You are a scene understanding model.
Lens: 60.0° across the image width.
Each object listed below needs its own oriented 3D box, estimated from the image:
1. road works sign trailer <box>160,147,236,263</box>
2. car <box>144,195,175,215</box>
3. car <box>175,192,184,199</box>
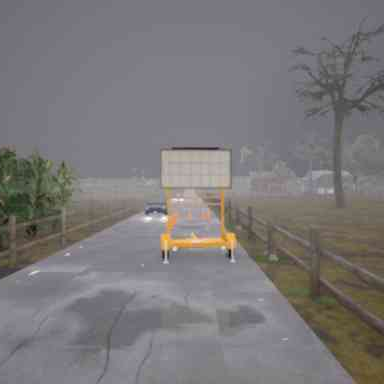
[{"bbox_3d":[0.116,0.292,11.242,2.380,3.560,2.880,0,1,-5],"label":"road works sign trailer"},{"bbox_3d":[-2.839,1.144,28.302,2.033,1.411,5.357,0,1,0],"label":"car"},{"bbox_3d":[-2.724,0.672,69.908,2.128,1.511,4.902,0,1,0],"label":"car"}]
